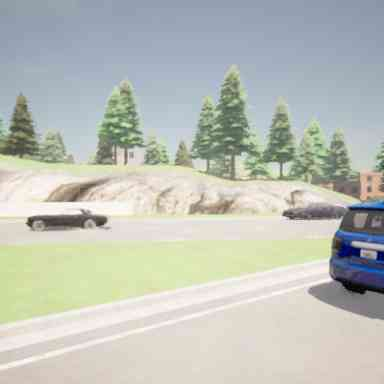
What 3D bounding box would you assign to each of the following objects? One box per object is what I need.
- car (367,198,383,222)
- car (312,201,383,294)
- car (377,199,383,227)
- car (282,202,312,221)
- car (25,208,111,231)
[{"bbox_3d":[16.340,1.361,26.151,4.553,1.767,2.097,0,0,-22],"label":"car"},{"bbox_3d":[5.474,1.224,7.499,5.566,2.045,2.150,0,0,-33],"label":"car"},{"bbox_3d":[14.607,1.358,21.673,4.553,1.767,2.097,0,0,-22],"label":"car"},{"bbox_3d":[10.105,1.565,27.413,5.357,1.411,2.033,0,0,-21],"label":"car"},{"bbox_3d":[-7.415,1.631,20.183,4.718,1.301,1.895,0,0,-7],"label":"car"}]
